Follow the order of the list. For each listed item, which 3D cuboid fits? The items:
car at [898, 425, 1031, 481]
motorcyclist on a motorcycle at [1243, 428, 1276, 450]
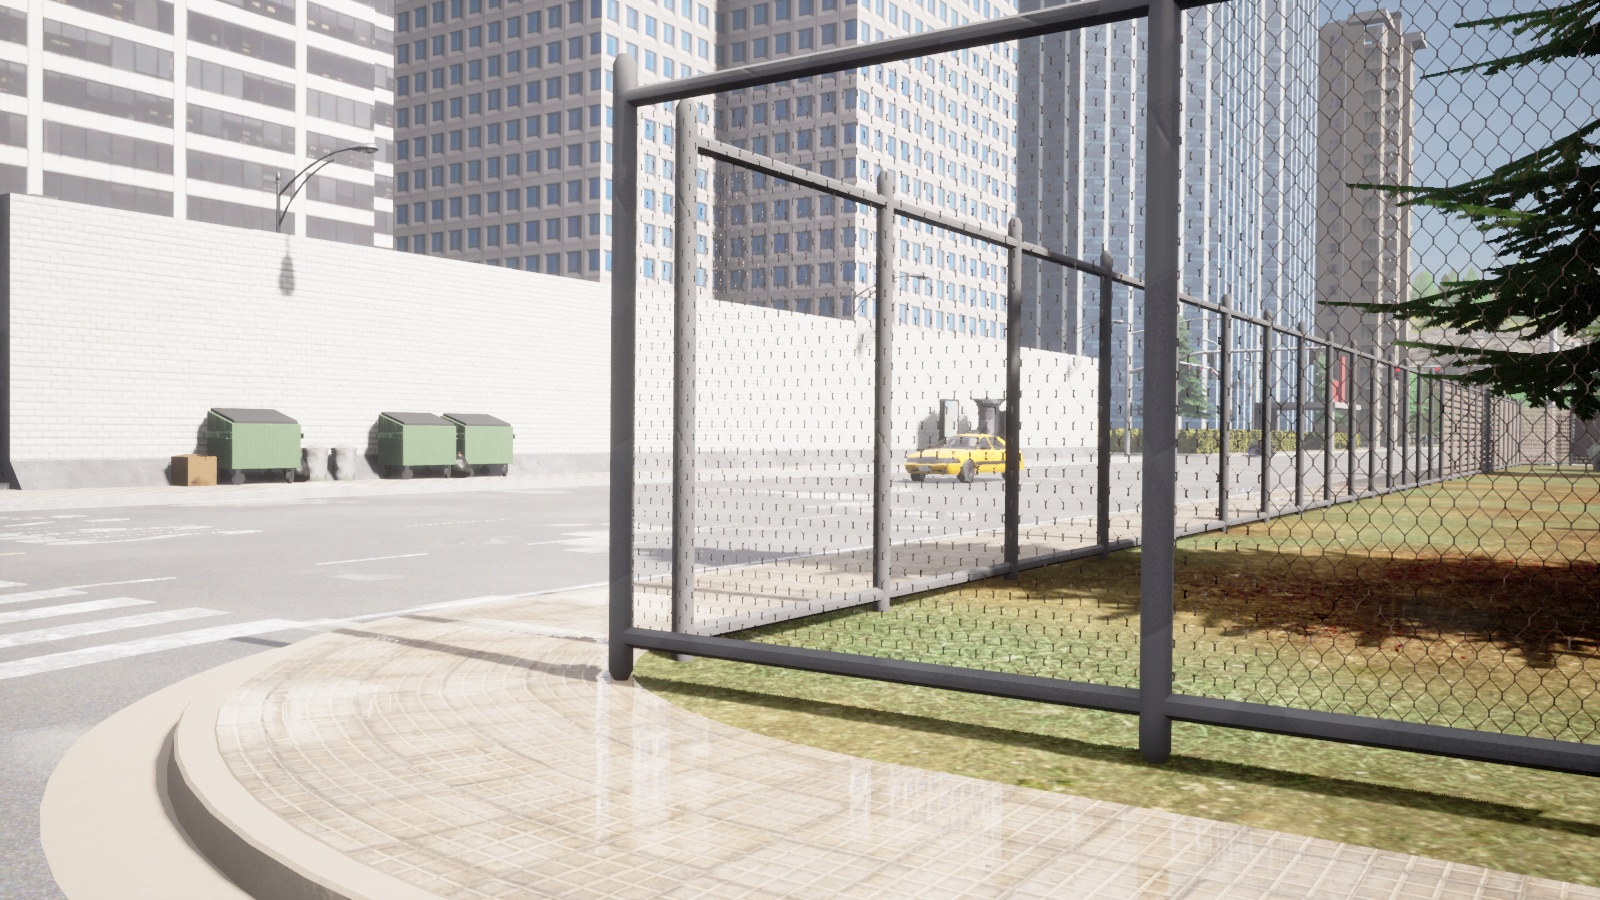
[{"bbox_3d":[5.062,0.051,37.922,1.801,1.575,5.366,0,1,34],"label":"car"},{"bbox_3d":[32.953,-0.779,90.027,2.191,1.530,0.866,-1,-1,-22],"label":"motorcyclist on a motorcycle"}]
